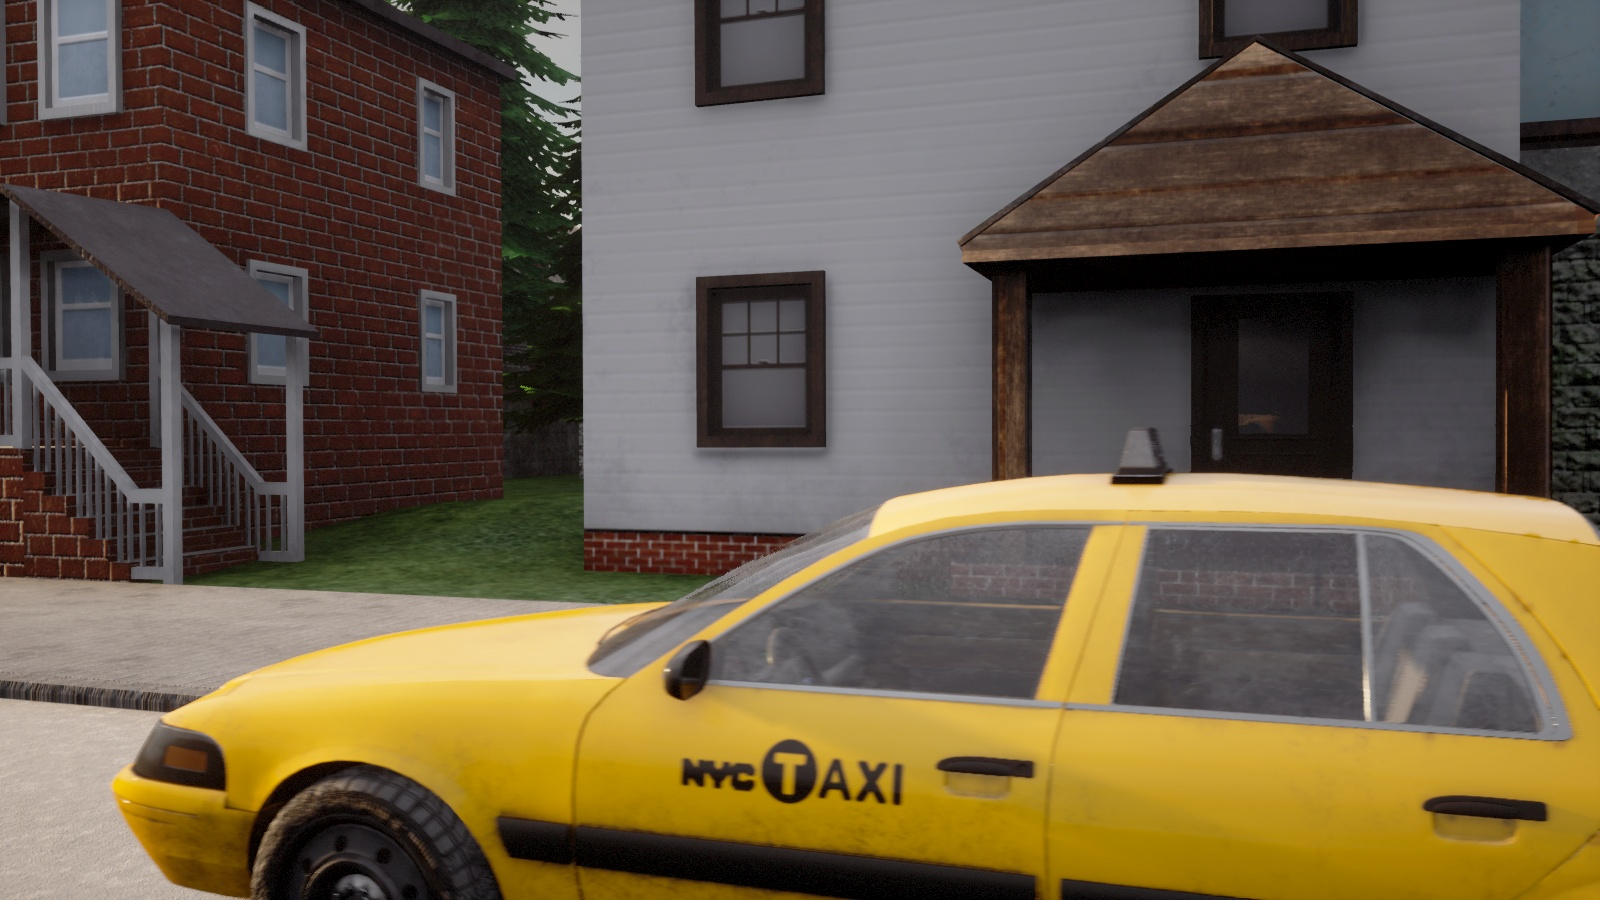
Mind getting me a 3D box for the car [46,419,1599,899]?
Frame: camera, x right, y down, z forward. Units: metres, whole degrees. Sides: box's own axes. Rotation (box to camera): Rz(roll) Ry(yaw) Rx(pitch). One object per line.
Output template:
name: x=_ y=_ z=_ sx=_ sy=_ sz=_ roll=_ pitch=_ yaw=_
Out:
car: x=0.750 y=0.713 z=3.468 sx=5.366 sy=1.575 sz=1.801 roll=1 pitch=1 yaw=19
